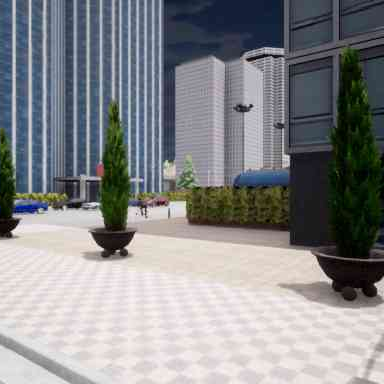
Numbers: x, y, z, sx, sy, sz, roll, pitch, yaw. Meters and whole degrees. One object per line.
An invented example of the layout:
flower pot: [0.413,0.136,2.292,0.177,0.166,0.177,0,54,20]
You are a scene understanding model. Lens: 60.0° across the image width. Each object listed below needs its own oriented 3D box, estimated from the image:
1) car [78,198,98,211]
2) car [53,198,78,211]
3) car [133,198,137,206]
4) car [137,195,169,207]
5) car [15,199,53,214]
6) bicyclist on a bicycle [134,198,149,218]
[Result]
car: [-11.349,1.601,41.528,1.895,1.301,4.718,0,0,35]
car: [-15.226,1.477,42.099,1.882,1.535,5.008,0,0,35]
car: [-9.297,1.547,50.524,2.033,1.411,5.357,0,0,35]
car: [-5.500,1.352,49.828,2.097,1.767,4.553,0,0,35]
car: [-17.060,1.477,33.396,1.882,1.535,5.008,0,0,35]
bicyclist on a bicycle: [-4.087,1.301,26.668,1.656,1.620,0.582,0,0,35]
